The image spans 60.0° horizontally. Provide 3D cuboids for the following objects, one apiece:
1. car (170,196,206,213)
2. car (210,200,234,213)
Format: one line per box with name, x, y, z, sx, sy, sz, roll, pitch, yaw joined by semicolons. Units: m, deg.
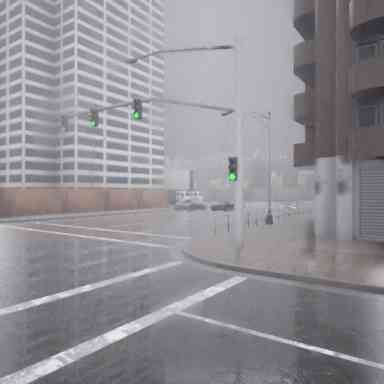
car;-0.095;1.528;38.081;1.812;1.442;4.674;0;0;35
car;3.994;1.602;37.816;1.895;1.301;4.718;0;0;35
